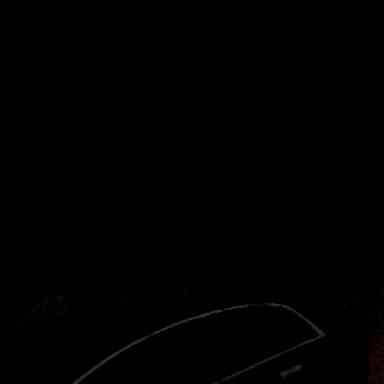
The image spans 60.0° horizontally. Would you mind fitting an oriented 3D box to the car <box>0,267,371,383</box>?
[{"bbox_3d":[-0.538,1.494,2.575,4.892,1.490,1.837,1,0,-34],"label":"car"}]
